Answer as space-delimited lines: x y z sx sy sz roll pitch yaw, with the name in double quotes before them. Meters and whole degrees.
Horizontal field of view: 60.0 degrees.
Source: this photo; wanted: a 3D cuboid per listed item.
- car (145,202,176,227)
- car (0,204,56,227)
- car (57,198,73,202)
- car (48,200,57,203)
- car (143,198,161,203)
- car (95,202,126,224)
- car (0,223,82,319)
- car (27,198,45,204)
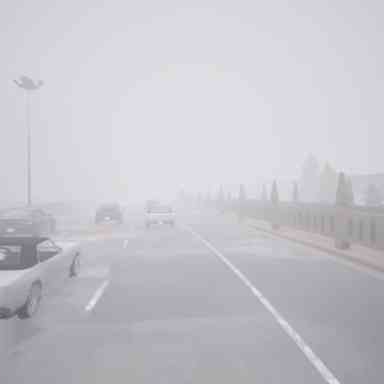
"car" -2.255 1.617 22.852 1.895 1.301 4.718 0 0 -8
"car" -8.589 1.573 17.521 1.812 1.442 4.674 0 0 -8
"car" -21.699 1.824 58.415 1.994 1.385 4.181 0 -2 -8
"car" -25.935 2.104 63.432 1.895 1.301 4.718 0 -3 -8
"car" -4.837 1.547 40.676 1.837 1.490 4.892 0 0 -8
"car" -6.120 1.544 25.095 1.837 1.490 4.892 0 0 -8
"car" -3.844 1.618 7.259 1.895 1.301 4.718 0 0 -4
"car" -29.348 1.863 62.574 2.097 1.767 4.553 0 -3 -8
